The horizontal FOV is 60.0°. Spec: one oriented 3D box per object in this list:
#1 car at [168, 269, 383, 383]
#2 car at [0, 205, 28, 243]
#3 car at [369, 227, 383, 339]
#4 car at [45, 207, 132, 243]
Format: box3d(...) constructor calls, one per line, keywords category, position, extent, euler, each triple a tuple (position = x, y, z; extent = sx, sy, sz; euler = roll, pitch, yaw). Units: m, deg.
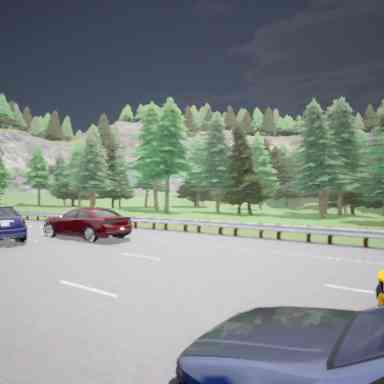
box3d(category="car", position=(2.380, 1.547, 2.293), extent=(5.357, 1.411, 2.033), euler=(0, 0, 35))
box3d(category="car", position=(-9.389, 1.352, 14.789), extent=(4.553, 1.767, 2.097), euler=(0, 0, 34))
box3d(category="car", position=(5.335, 1.477, 4.487), extent=(5.008, 1.535, 1.882), euler=(0, 0, 36))
box3d(category="car", position=(-5.135, 1.477, 16.147), extent=(5.008, 1.535, 1.882), euler=(0, 0, 34))
